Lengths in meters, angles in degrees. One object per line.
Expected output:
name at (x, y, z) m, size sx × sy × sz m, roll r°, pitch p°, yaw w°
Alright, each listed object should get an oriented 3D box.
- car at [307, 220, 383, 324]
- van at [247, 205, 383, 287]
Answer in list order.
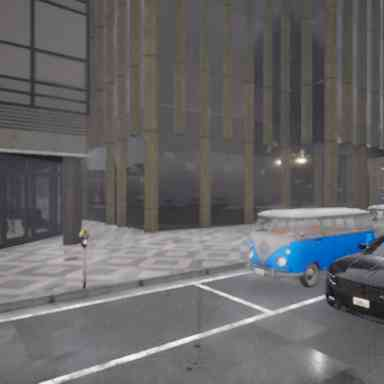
car at (4.711, 1.477, 6.694) m, size 5.008 × 1.535 × 1.882 m, roll 0°, pitch 0°, yaw -35°
van at (3.298, 1.341, 9.004) m, size 3.998 × 1.788 × 1.690 m, roll 0°, pitch 0°, yaw -36°
